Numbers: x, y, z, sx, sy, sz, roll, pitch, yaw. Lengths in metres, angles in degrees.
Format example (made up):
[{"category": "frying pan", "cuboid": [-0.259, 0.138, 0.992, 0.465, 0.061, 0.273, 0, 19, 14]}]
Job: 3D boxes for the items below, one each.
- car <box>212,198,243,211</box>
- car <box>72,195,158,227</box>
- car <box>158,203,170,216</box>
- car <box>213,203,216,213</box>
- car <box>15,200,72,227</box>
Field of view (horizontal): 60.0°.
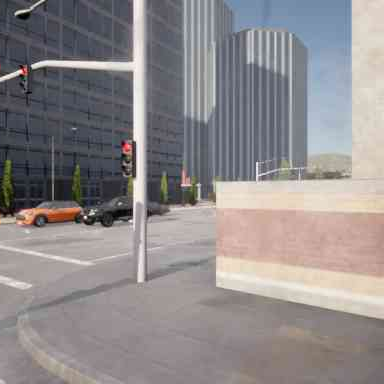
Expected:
[{"category": "car", "cuboid": [4.672, 1.561, 43.328, 1.837, 1.490, 4.892, 0, 0, 36]}, {"category": "car", "cuboid": [-5.236, 1.277, 23.585, 2.150, 2.045, 5.566, 0, 0, 36]}, {"category": "car", "cuboid": [-4.265, 1.603, 30.933, 2.033, 1.411, 5.357, 0, 0, 36]}, {"category": "car", "cuboid": [4.226, 1.408, 36.736, 2.097, 1.767, 4.553, 0, 0, 36]}, {"category": "car", "cuboid": [-9.792, 1.407, 23.239, 2.097, 1.767, 4.553, 0, 0, 36]}]
